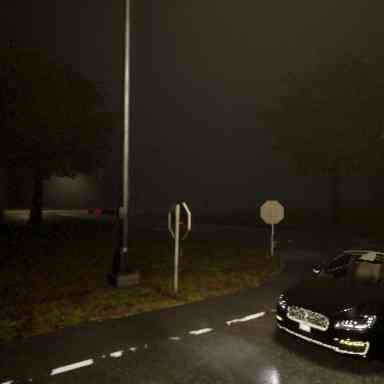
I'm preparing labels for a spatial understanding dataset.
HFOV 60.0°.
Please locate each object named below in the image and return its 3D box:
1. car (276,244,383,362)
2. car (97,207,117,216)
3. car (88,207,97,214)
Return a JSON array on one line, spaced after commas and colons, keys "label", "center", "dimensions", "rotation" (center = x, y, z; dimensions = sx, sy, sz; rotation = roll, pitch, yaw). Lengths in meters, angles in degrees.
[{"label": "car", "center": [3.725, 1.858, 6.486], "dimensions": [4.892, 1.490, 1.837], "rotation": [1, -2, -35]}, {"label": "car", "center": [-13.460, 3.145, 54.475], "dimensions": [1.882, 1.535, 5.008], "rotation": [2, -2, -33]}, {"label": "car", "center": [-17.489, 3.354, 60.535], "dimensions": [1.994, 1.385, 4.181], "rotation": [2, -2, -33]}]
